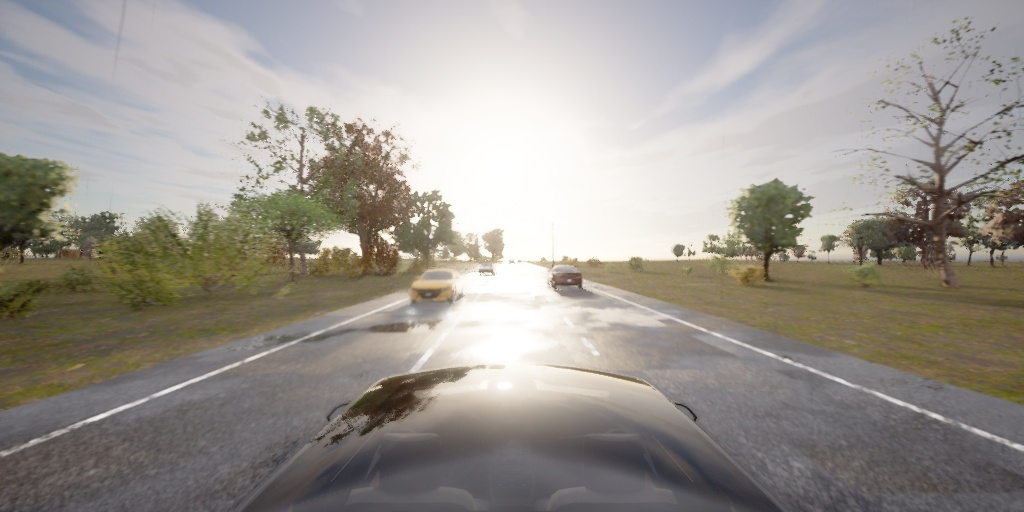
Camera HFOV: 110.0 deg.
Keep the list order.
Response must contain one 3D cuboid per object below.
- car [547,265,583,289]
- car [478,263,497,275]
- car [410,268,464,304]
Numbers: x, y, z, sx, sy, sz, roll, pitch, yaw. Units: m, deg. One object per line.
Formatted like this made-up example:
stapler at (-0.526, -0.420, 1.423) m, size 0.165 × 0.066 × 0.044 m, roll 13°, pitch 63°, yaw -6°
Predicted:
car at (3.501, 1.368, 24.379) m, size 1.882 × 1.535 × 5.008 m, roll 0°, pitch 0°, yaw 0°
car at (-3.021, 1.607, 44.581) m, size 1.812 × 1.442 × 4.674 m, roll -1°, pitch 0°, yaw 4°
car at (-3.512, 1.363, 17.554) m, size 1.882 × 1.535 × 5.008 m, roll 0°, pitch 0°, yaw 0°
